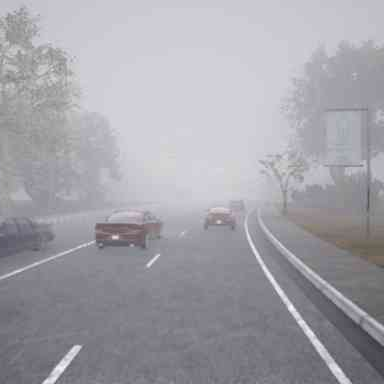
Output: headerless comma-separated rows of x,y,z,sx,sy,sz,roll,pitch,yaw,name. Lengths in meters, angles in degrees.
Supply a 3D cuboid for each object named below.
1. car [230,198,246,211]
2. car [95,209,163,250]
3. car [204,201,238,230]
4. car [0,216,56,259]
5.544,1.508,41.060,2.128,1.511,4.902,0,0,12,car
-2.513,1.475,14.368,1.882,1.535,5.008,0,0,5,car
1.856,1.542,21.242,1.812,1.442,4.674,0,0,8,car
-6.562,1.530,11.067,2.033,1.411,5.357,0,0,5,car
